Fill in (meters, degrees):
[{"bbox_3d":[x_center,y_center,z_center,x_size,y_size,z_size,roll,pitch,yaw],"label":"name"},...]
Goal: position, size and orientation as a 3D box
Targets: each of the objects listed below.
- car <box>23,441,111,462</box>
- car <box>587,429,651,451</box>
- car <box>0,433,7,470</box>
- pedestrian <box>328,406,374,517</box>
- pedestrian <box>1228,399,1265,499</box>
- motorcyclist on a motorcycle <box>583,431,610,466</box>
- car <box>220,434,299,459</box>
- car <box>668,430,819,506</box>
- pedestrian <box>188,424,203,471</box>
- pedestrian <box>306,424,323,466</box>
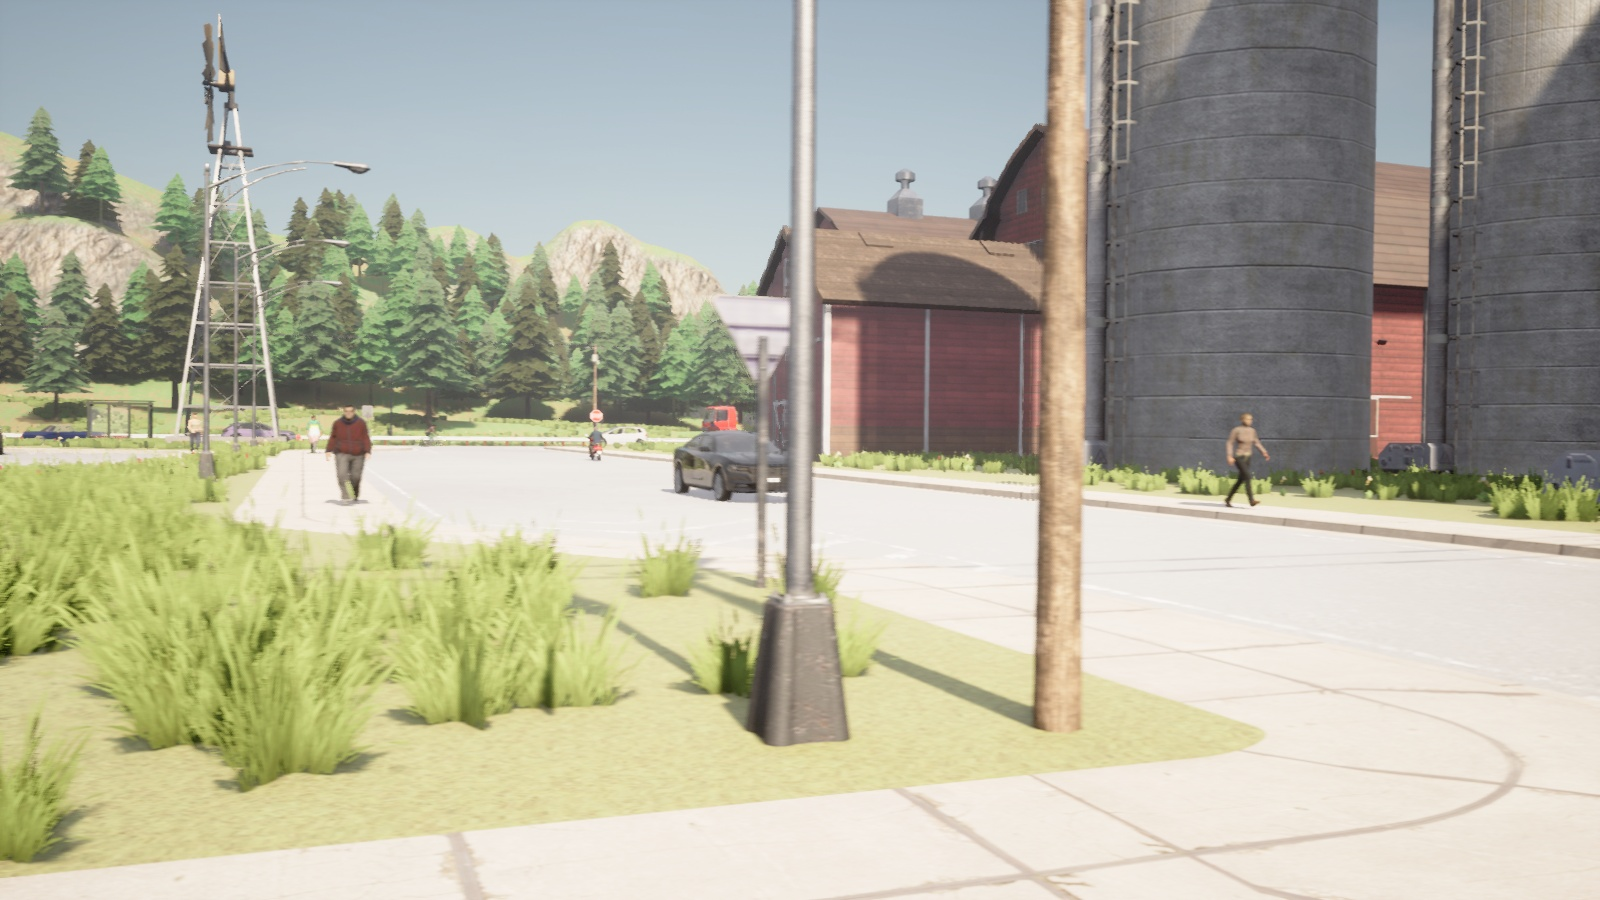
[{"bbox_3d":[-47.797,0.079,81.977,4.718,1.301,1.895,-1,1,-20],"label":"car"},{"bbox_3d":[-14.193,-0.806,98.322,4.611,1.667,2.242,-1,1,-20],"label":"car"},{"bbox_3d":[-37.831,0.046,57.690,2.152,1.651,5.027,-1,1,-34],"label":"car"},{"bbox_3d":[-7.672,0.186,21.482,0.634,1.844,0.899,-1,1,-14],"label":"pedestrian"},{"bbox_3d":[8.331,-0.019,23.445,0.331,1.846,0.634,-1,1,-18],"label":"pedestrian"},{"bbox_3d":[-9.443,-0.095,58.197,0.866,1.590,1.817,-1,1,-22],"label":"motorcyclist on a motorcycle"},{"bbox_3d":[-36.956,-0.275,86.030,4.856,1.649,2.033,-1,1,-21],"label":"car"},{"bbox_3d":[-1.399,0.328,28.405,1.882,1.535,5.008,-1,1,-22],"label":"car"},{"bbox_3d":[-24.037,-0.099,49.970,0.345,1.836,0.594,-1,1,-43],"label":"pedestrian"},{"bbox_3d":[-22.785,-0.260,58.906,0.659,1.952,0.873,-1,1,-24],"label":"pedestrian"}]
